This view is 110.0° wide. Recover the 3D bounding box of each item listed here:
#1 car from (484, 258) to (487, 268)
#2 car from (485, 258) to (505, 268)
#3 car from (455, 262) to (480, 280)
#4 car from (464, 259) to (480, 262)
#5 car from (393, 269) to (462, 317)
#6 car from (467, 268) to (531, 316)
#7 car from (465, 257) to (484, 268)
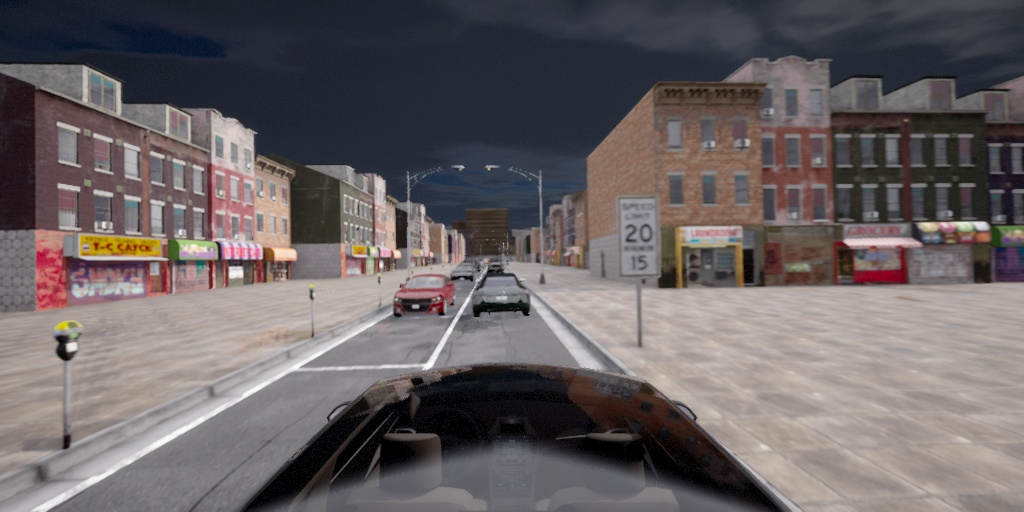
[{"bbox_3d":[-5.673,1.514,62.911,2.007,1.370,4.403,0,0,-3],"label":"car"},{"bbox_3d":[-1.799,1.322,40.066,1.837,1.490,4.892,-1,0,-3],"label":"car"},{"bbox_3d":[-3.987,1.403,29.992,1.948,1.339,4.313,0,0,-3],"label":"car"},{"bbox_3d":[-4.932,1.380,40.669,1.837,1.490,4.892,-1,0,-3],"label":"car"},{"bbox_3d":[-3.144,1.353,13.534,1.888,1.381,4.507,0,0,-3],"label":"car"},{"bbox_3d":[-0.426,1.321,13.480,1.994,1.385,4.181,-1,0,-3],"label":"car"},{"bbox_3d":[-5.257,1.129,47.693,2.150,2.045,5.566,-1,0,-3],"label":"car"}]
